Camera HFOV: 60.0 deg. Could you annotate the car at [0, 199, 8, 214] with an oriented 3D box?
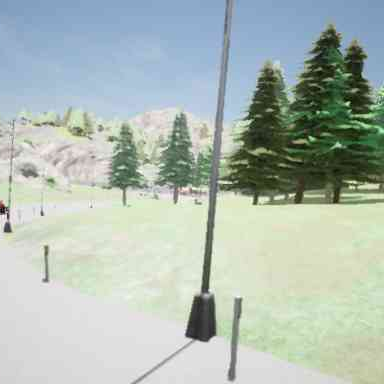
[{"bbox_3d":[-22.160,1.436,36.321,2.150,2.045,5.566,4,-1,-9],"label":"car"}]
